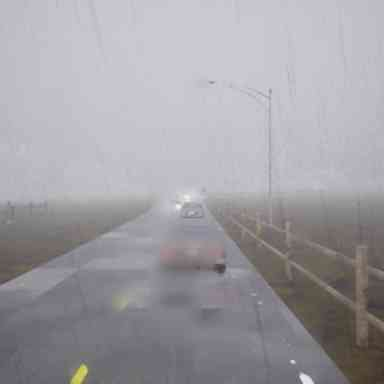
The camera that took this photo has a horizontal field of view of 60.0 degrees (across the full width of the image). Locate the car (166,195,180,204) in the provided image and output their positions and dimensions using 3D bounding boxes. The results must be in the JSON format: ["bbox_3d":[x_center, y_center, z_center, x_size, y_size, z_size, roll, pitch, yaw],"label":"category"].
[{"bbox_3d":[-2.812,1.073,49.842,1.895,1.301,4.718,0,1,0],"label":"car"}]

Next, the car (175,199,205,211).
[{"bbox_3d":[0.044,1.474,25.524,2.033,1.411,5.357,0,1,1],"label":"car"}]

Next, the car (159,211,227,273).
[{"bbox_3d":[0.046,1.561,10.660,2.033,1.411,5.357,0,0,1],"label":"car"}]
